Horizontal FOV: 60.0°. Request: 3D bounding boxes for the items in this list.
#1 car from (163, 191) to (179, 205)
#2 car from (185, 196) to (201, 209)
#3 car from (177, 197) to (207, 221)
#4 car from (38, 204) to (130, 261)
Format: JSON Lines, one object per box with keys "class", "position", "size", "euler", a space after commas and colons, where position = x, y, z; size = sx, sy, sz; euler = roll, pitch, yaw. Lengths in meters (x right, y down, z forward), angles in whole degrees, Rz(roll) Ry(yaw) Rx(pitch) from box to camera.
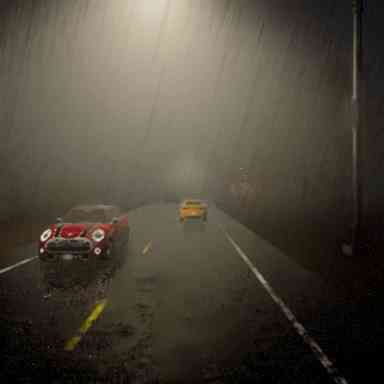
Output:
{"class": "car", "position": [-3.266, 0.905, 52.850], "size": [2.150, 2.045, 5.566], "euler": [0, 0, 2]}
{"class": "car", "position": [0.170, 1.309, 42.513], "size": [1.994, 1.385, 4.181], "euler": [0, 0, 1]}
{"class": "car", "position": [0.104, 1.323, 25.679], "size": [1.882, 1.535, 5.008], "euler": [0, 0, 0]}
{"class": "car", "position": [-3.598, 1.280, 11.863], "size": [2.097, 1.767, 4.553], "euler": [0, 0, 0]}
